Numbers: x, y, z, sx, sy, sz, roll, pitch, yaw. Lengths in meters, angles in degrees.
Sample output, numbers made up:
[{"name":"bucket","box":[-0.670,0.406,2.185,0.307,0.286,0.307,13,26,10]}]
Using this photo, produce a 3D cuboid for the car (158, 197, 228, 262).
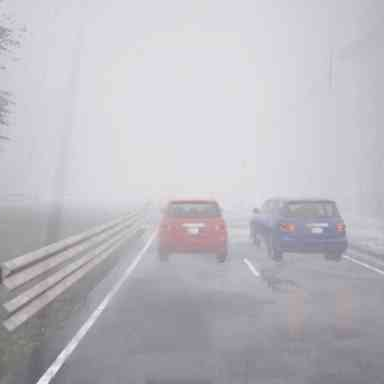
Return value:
[{"name":"car","box":[-0.007,1.189,12.172,2.150,2.045,5.566,0,0,-1]}]

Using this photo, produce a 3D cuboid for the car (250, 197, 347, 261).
[{"name":"car","box":[3.600,1.189,12.225,2.150,2.045,5.566,0,0,0]}]
